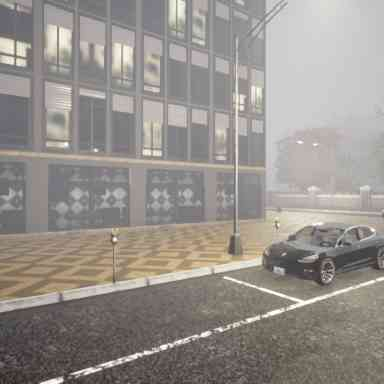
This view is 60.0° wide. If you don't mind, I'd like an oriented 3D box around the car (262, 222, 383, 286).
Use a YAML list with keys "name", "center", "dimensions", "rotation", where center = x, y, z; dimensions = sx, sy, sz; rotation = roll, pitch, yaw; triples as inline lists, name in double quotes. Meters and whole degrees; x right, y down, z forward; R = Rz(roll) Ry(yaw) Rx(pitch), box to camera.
- name: "car"
  center: [3.914, 1.562, 9.438]
  dimensions: [4.313, 1.339, 1.947]
  rotation: [0, 0, -35]
